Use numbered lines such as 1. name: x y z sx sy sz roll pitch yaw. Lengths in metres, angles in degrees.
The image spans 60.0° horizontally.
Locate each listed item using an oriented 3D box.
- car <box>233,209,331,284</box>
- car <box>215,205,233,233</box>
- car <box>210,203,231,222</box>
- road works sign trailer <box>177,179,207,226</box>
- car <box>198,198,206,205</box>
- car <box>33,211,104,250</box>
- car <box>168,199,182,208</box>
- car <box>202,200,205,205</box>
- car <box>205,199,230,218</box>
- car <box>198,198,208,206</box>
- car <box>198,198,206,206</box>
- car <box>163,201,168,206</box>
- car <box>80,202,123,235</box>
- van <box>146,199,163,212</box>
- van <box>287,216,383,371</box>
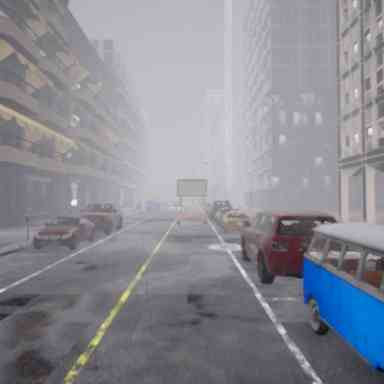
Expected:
1. car: 2.708 1.427 9.804 2.192 1.841 5.009 1 -1 0
2. car: 2.707 1.768 21.017 1.752 1.417 4.829 1 -1 0
3. car: 2.708 1.835 26.539 1.752 1.417 4.829 1 -1 0
4. road works sign trailer: 0.005 0.770 26.256 2.380 3.560 2.880 0 -1 0
5. car: 2.721 2.522 92.640 2.192 1.841 5.009 1 -1 0
6. car: -5.675 1.758 15.326 1.802 1.307 4.206 1 -1 0
7. car: -2.997 2.358 65.378 2.033 1.411 5.357 0 -1 0
8. car: 2.710 2.056 42.936 1.887 1.381 4.507 1 -1 0
9. car: 2.712 1.689 31.893 2.192 1.841 5.009 1 -1 0
10. car: 2.720 2.359 81.595 2.192 1.841 5.009 1 -1 0
11. car: 2.715 2.530 76.069 1.947 1.339 4.313 1 -1 0
12. car: -5.666 2.466 70.549 1.802 1.307 4.206 1 -1 0
13. car: -5.670 1.556 20.851 2.192 1.841 5.009 1 -1 0
14. van: -5.665 1.924 48.463 1.690 1.788 3.998 1 -1 0
15. van: 2.707 1.391 4.282 1.690 1.788 3.998 1 -1 0
